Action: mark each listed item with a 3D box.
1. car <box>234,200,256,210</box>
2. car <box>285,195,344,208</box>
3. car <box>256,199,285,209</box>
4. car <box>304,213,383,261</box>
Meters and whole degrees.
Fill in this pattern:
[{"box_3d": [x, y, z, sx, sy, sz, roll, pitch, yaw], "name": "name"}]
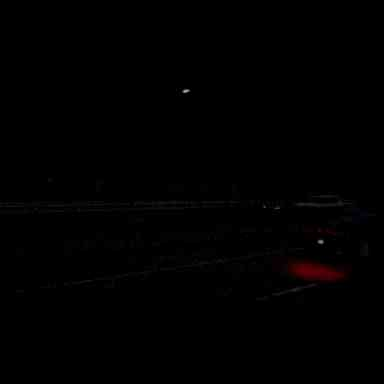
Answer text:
[{"box_3d": [6.547, 1.581, 34.456, 5.008, 1.535, 1.882, 0, 0, -35], "name": "car"}, {"box_3d": [11.041, 1.327, 29.055, 5.566, 2.045, 2.150, 0, 0, -36], "name": "car"}, {"box_3d": [8.756, 1.456, 31.733, 4.553, 1.767, 2.097, 0, 0, -35], "name": "car"}, {"box_3d": [6.316, 1.525, 12.556, 5.008, 1.535, 1.882, 0, 0, -35], "name": "car"}]
